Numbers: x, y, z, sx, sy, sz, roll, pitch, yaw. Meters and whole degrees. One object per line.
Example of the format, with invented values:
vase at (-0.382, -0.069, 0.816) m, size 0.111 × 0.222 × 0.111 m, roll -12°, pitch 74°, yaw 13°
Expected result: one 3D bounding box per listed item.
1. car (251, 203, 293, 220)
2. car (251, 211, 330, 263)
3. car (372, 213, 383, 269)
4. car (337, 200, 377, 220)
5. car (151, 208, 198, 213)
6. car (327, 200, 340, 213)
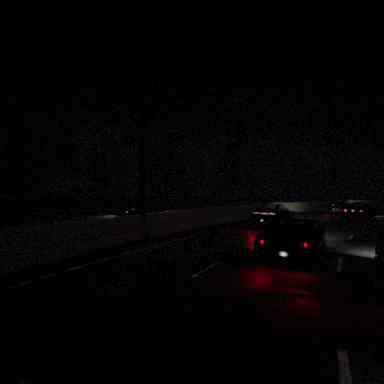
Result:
car at (5.502, 1.513, 22.189) m, size 2.128 × 1.511 × 4.902 m, roll 0°, pitch 0°, yaw 32°
car at (3.805, 1.616, 12.202) m, size 1.895 × 1.301 × 4.718 m, roll 0°, pitch 0°, yaw 26°
car at (6.062, 1.534, 8.809) m, size 1.837 × 1.490 × 4.892 m, roll 0°, pitch 0°, yaw 25°
car at (14.921, 1.618, 29.452) m, size 2.033 × 1.411 × 5.357 m, roll 0°, pitch 0°, yaw 39°
car at (-1.318, 1.332, 24.861) m, size 2.097 × 1.767 × 4.553 m, roll 0°, pitch 0°, yaw 32°
car at (16.306, 1.569, 36.193) m, size 2.128 × 1.511 × 4.902 m, roll 0°, pitch 0°, yaw 43°
